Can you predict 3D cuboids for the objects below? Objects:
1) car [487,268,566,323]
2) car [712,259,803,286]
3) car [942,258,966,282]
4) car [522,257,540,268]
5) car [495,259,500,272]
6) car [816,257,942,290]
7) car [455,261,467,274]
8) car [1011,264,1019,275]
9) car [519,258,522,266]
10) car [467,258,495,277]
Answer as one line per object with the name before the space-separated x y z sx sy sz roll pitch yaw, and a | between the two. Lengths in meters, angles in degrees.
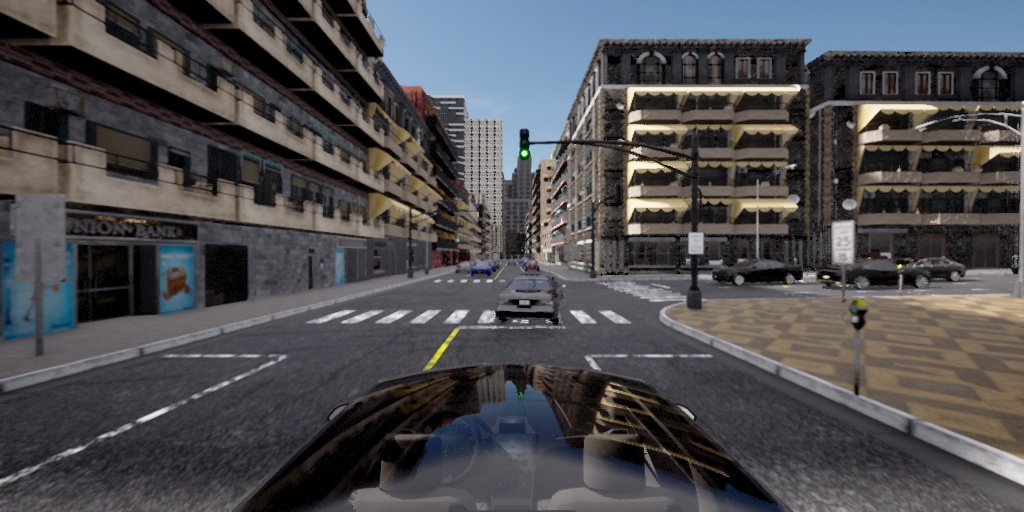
car | 0.781 1.308 12.166 2.033 1.411 5.357 0 0 10
car | 15.060 0.975 22.199 5.008 1.535 1.882 -1 0 -1
car | 25.120 0.843 22.339 4.892 1.490 1.837 -1 0 -1
car | 2.685 1.254 48.206 1.967 1.591 4.097 0 0 0
car | -3.076 1.162 46.108 2.097 1.767 4.553 0 0 0
car | 19.163 0.934 19.086 5.008 1.535 1.882 -1 0 0
car | -5.694 1.354 42.683 2.007 1.370 4.403 0 0 0
car | 35.230 0.672 22.471 4.902 1.511 2.128 -1 0 -1
car | 2.684 1.395 64.790 2.007 1.370 4.403 0 0 0
car | -3.095 1.272 36.949 1.882 1.535 5.008 0 0 1
